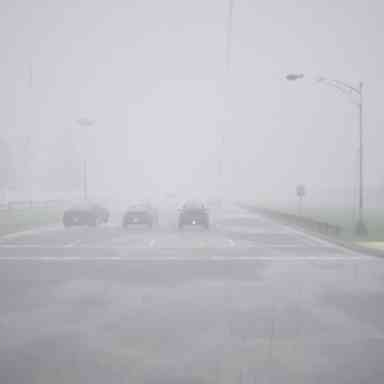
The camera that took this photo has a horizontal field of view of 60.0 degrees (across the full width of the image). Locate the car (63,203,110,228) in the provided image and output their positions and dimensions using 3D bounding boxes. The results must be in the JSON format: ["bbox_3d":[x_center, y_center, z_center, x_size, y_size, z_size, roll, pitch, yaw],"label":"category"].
[{"bbox_3d":[-6.898,1.491,22.199,1.882,1.535,5.008,0,0,0],"label":"car"}]

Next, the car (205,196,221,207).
[{"bbox_3d":[3.507,1.594,52.259,1.994,1.385,4.181,0,0,0],"label":"car"}]

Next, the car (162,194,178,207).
[{"bbox_3d":[-3.493,1.252,51.880,2.150,2.045,5.566,0,0,0],"label":"car"}]

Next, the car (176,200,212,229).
[{"bbox_3d":[0.103,1.518,21.847,1.837,1.490,4.892,0,0,0],"label":"car"}]

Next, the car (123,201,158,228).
[{"bbox_3d":[-3.412,1.539,22.372,1.812,1.442,4.674,0,0,0],"label":"car"}]

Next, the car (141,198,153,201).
[{"bbox_3d":[-6.993,1.578,51.843,2.033,1.411,5.357,0,0,0],"label":"car"}]

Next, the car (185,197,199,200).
[{"bbox_3d":[0.007,1.508,51.860,1.882,1.535,5.008,0,0,0],"label":"car"}]

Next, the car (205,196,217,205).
[{"bbox_3d":[3.508,1.514,62.262,1.882,1.535,5.008,0,0,0],"label":"car"}]
